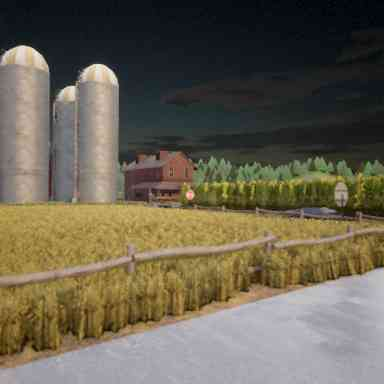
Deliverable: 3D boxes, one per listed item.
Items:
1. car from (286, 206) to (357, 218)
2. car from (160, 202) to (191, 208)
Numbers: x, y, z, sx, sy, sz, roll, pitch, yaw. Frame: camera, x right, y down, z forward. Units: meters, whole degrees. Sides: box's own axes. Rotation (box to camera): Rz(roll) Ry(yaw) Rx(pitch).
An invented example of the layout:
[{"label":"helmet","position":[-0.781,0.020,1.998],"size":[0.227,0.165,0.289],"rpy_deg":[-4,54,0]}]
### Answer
[{"label":"car","position":[9.578,1.797,25.193],"size":[2.033,1.411,5.357],"rpy_deg":[1,-1,-36]},{"label":"car","position":[-2.053,1.918,41.420],"size":[1.895,1.301,4.718],"rpy_deg":[1,0,-35]}]
